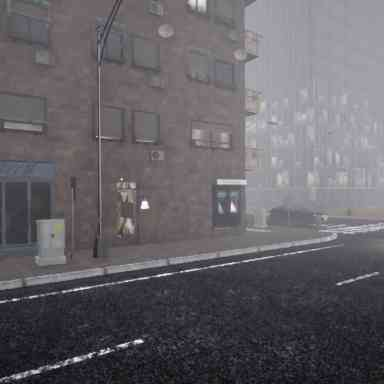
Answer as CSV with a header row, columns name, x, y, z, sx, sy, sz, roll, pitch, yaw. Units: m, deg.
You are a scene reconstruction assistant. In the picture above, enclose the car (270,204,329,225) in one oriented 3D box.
name,x,y,z,sx,sy,sz,roll,pitch,yaw
car,8.384,1.741,26.302,2.128,1.511,4.902,-1,-1,-34
